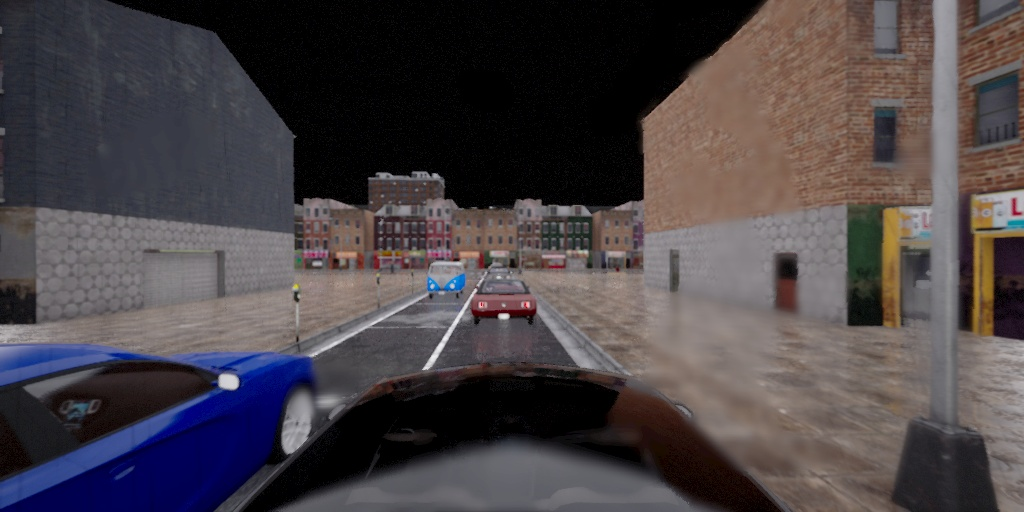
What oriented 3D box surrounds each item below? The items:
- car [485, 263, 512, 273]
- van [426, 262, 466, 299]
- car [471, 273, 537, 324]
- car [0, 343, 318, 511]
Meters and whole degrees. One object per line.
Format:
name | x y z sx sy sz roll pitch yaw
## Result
car | -0.945 1.458 25.990 2.033 1.411 5.357 0 0 -3
van | -3.353 1.204 18.752 1.690 1.789 3.998 0 0 -3
car | -0.317 1.418 12.273 1.895 1.301 4.718 0 0 -3
car | -2.962 1.231 1.910 1.882 1.535 5.008 0 0 -3
